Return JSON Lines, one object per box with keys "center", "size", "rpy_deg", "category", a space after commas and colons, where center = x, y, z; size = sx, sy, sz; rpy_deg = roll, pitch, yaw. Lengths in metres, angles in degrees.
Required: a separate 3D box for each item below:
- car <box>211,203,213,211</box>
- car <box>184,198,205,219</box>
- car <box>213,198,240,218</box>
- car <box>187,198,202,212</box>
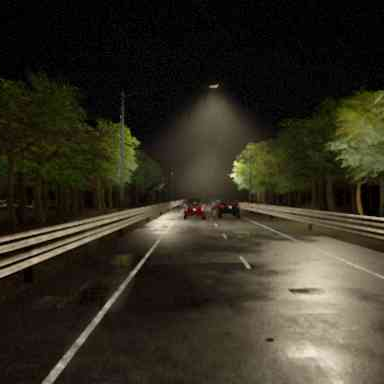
{"center": [3.861, 2.281, 51.298], "size": [1.895, 1.301, 4.718], "rpy_deg": [0, -1, 1], "category": "car"}
{"center": [0.273, 1.800, 34.713], "size": [2.097, 1.767, 4.553], "rpy_deg": [0, -1, 0], "category": "car"}
{"center": [3.777, 1.681, 35.498], "size": [2.150, 2.045, 5.566], "rpy_deg": [0, -1, 0], "category": "car"}
{"center": [0.356, 1.885, 50.436], "size": [2.150, 2.045, 5.566], "rpy_deg": [0, -1, 0], "category": "car"}
